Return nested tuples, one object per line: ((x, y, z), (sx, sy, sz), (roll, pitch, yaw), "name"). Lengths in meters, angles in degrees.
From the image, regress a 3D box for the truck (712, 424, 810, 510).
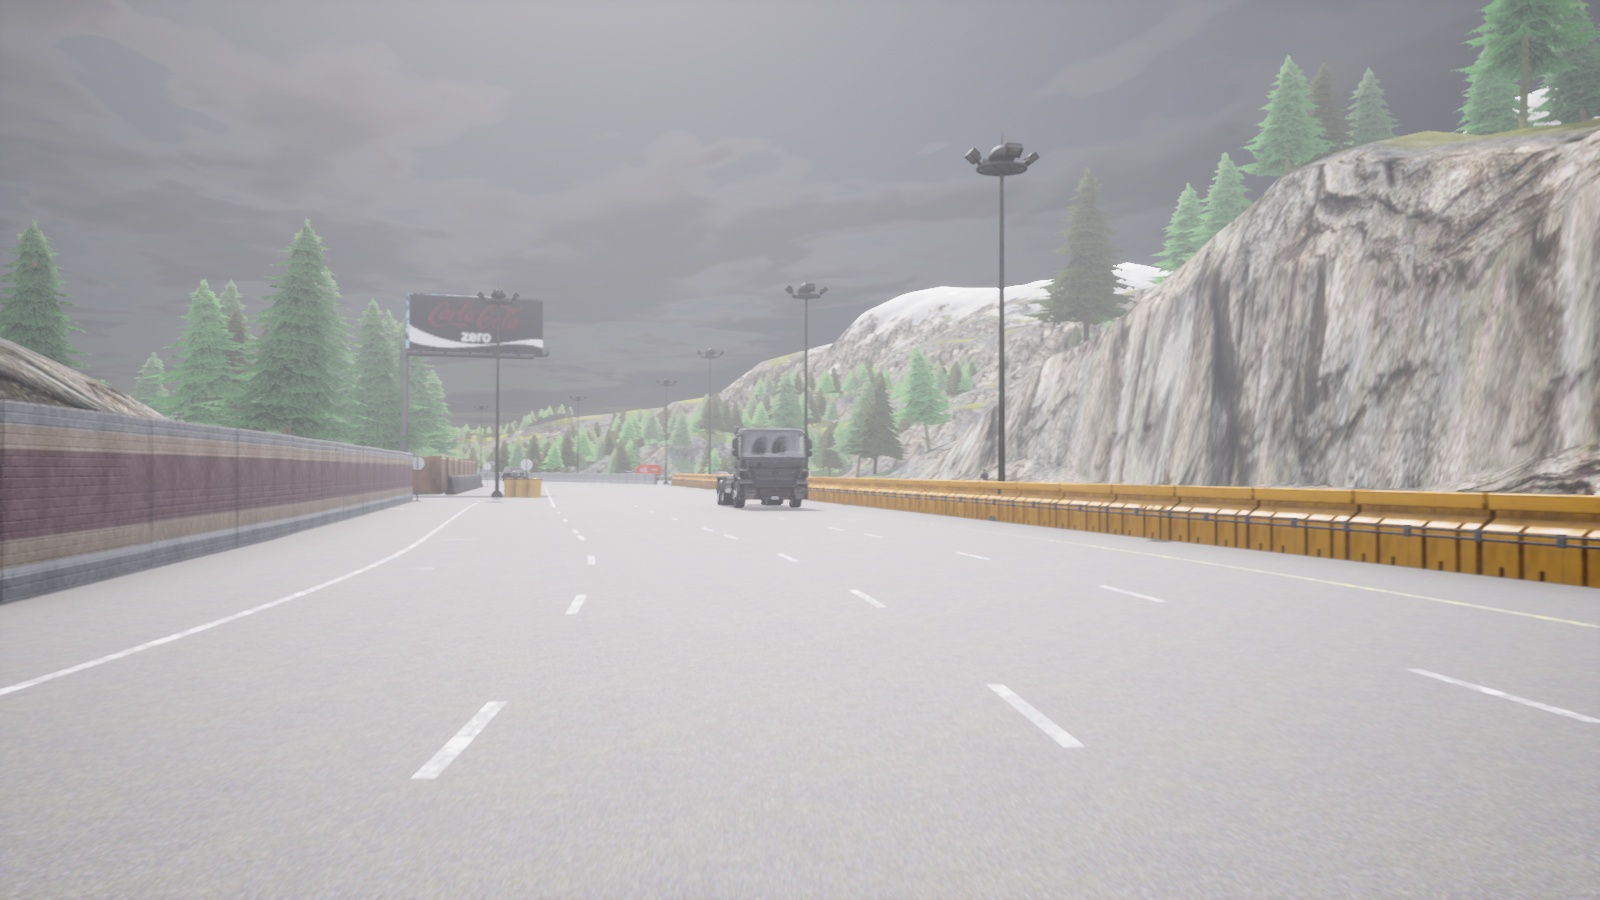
((-1.838, 0.761, 54.981), (2.891, 3.462, 7.936), (0, -1, -12), "truck")
